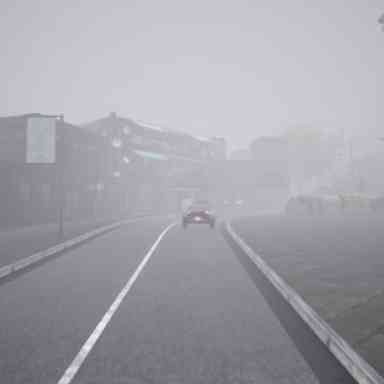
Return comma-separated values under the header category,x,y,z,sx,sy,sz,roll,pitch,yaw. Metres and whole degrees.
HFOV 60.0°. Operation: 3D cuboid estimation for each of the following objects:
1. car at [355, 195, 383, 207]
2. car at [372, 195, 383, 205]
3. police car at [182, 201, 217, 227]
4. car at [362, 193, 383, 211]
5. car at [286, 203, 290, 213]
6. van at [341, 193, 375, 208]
category,x,y,z,sx,sy,sz,roll,pitch,yaw
car,26.463,1.282,48.480,2.231,1.521,4.892,-3,-1,-12
car,29.191,1.162,49.054,2.002,1.452,4.674,-3,-1,-12
police car,0.613,1.392,21.941,2.038,1.542,4.974,0,0,6
car,21.038,1.019,34.762,2.435,2.045,5.566,-3,-1,-12
car,12.772,1.639,37.248,4.792,1.488,2.163,-1,-2,-23
van,23.746,1.205,47.785,1.878,1.987,4.442,-3,-1,-12
